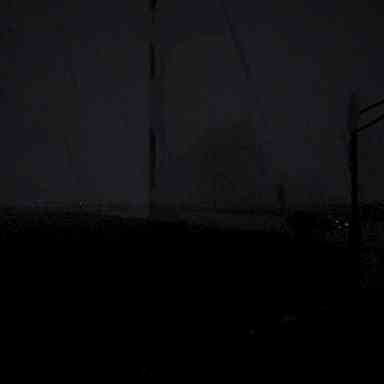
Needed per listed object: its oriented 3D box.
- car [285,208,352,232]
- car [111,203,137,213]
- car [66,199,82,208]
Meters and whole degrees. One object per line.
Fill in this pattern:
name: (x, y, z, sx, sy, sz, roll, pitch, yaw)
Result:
car: (8.103, 1.752, 21.546, 1.994, 1.385, 4.181, -1, 1, -36)
car: (-9.382, 2.161, 45.934, 1.895, 1.301, 4.718, -1, 0, -36)
car: (-22.996, 2.228, 64.910, 2.097, 1.767, 4.553, -1, 0, -36)
